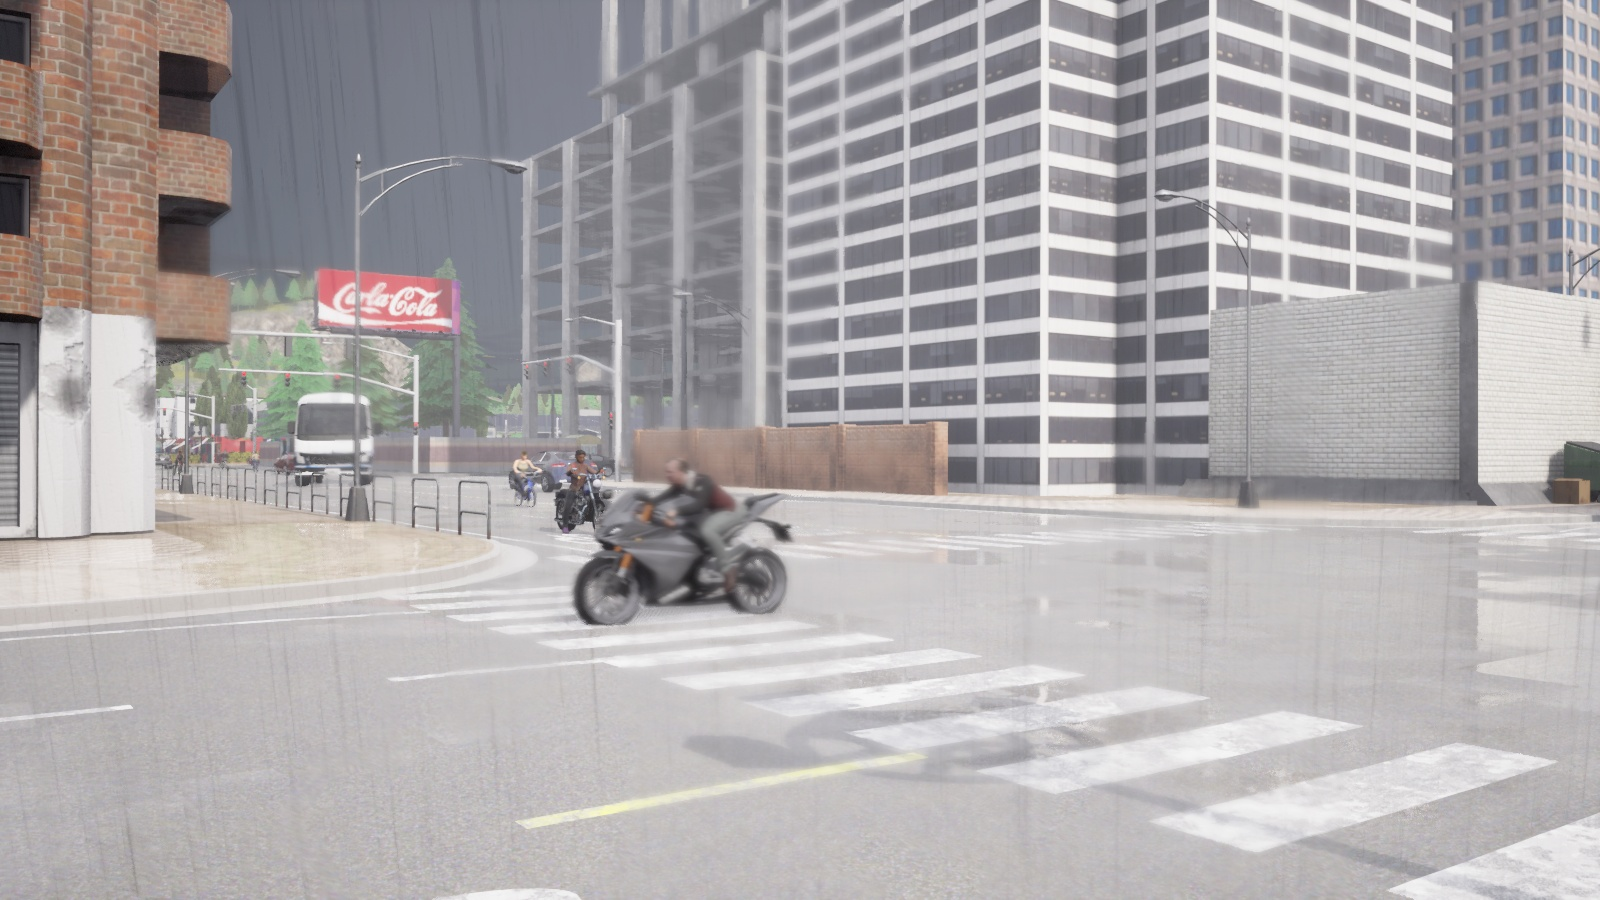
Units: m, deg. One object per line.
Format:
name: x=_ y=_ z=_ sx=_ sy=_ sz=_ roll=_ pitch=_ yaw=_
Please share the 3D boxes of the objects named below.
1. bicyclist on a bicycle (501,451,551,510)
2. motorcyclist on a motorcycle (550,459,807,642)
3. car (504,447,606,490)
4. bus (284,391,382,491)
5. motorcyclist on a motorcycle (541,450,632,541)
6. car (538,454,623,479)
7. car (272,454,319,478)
bicyclist on a bicycle: x=-7.658 y=0.839 z=35.093 sx=0.866 sy=1.612 sz=1.509 roll=0 pitch=0 yaw=-35
motorcyclist on a motorcycle: x=-1.080 y=0.848 z=11.465 sx=2.191 sy=1.530 sz=0.866 roll=0 pitch=-1 yaw=-35
car: x=-9.902 y=0.723 z=50.491 sx=2.152 sy=1.651 sz=5.027 roll=0 pitch=0 yaw=-35
bus: x=-21.868 y=-0.385 z=59.334 sx=3.944 sy=4.253 sz=10.273 roll=0 pitch=0 yaw=-18
motorcyclist on a motorcycle: x=-4.087 y=0.818 z=23.884 sx=0.766 sy=1.649 sz=2.350 roll=0 pitch=0 yaw=-35
car: x=-13.926 y=1.003 z=79.919 sx=5.008 sy=1.535 sz=1.882 roll=0 pitch=0 yaw=-35
car: x=-34.317 y=1.059 z=85.315 sx=1.882 sy=1.535 sz=5.008 roll=0 pitch=0 yaw=-35
